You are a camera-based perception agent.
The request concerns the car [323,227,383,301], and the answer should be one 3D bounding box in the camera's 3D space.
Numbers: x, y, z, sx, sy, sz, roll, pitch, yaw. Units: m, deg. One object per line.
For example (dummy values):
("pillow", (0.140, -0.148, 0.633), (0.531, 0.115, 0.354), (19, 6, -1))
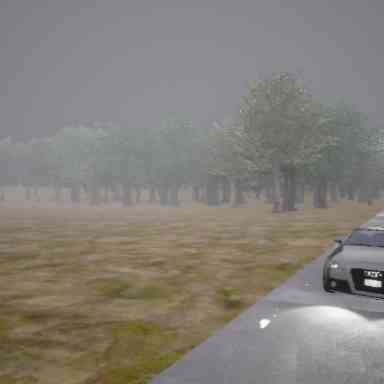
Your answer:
("car", (4.547, 1.573, 8.061), (1.994, 1.385, 4.181), (0, 0, 32))
